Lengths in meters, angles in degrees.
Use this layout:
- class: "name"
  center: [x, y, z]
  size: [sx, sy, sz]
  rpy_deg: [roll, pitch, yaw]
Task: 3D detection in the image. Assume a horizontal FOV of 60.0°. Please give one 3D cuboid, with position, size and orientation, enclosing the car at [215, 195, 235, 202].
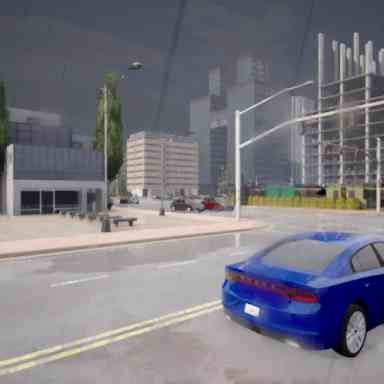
- class: "car"
  center: [6.979, 1.377, 69.371]
  size: [3.806, 1.475, 1.970]
  rpy_deg: [0, 0, -38]

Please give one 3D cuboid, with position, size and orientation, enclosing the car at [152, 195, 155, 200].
- class: "car"
  center: [-8.535, 1.135, 89.499]
  size: [4.605, 1.855, 1.932]
  rpy_deg: [0, 0, -38]

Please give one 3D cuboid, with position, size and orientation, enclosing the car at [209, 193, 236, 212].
- class: "car"
  center: [2.846, 1.342, 37.793]
  size: [2.097, 1.767, 4.553]
  rpy_deg: [0, 0, -36]

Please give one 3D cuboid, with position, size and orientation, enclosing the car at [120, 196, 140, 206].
- class: "car"
  center: [-10.593, 1.483, 56.208]
  size: [2.128, 1.511, 4.902]
  rpy_deg: [0, 0, -36]

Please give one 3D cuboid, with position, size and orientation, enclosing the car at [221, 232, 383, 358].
- class: "car"
  center: [2.766, 1.475, 6.126]
  size: [5.008, 1.535, 1.882]
  rpy_deg: [0, 0, -38]

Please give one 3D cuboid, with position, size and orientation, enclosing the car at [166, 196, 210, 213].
- class: "car"
  center: [-0.511, 1.496, 36.454]
  size: [1.837, 1.490, 4.892]
  rpy_deg: [0, 0, -36]

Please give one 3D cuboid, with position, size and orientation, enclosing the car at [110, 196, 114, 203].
- class: "car"
  center: [-15.177, 1.214, 56.586]
  size: [2.150, 2.045, 5.566]
  rpy_deg: [0, 0, -36]

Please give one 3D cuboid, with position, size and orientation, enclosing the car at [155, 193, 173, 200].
- class: "car"
  center: [-6.809, 1.138, 87.175]
  size: [3.866, 1.878, 1.905]
  rpy_deg: [0, 0, -38]

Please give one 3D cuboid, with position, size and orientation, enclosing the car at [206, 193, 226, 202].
- class: "car"
  center: [5.217, 1.138, 71.669]
  size: [3.866, 1.878, 1.905]
  rpy_deg: [0, 0, -38]
